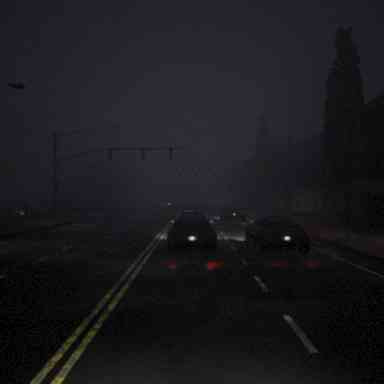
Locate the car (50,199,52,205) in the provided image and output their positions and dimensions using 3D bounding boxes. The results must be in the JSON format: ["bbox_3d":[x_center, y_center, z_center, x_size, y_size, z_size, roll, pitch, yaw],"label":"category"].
[{"bbox_3d":[-38.867,2.160,86.016,3.905,1.438,1.784,0,-1,0],"label":"car"}]

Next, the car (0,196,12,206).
[{"bbox_3d":[-38.860,2.008,66.223,3.806,1.475,1.970,0,-1,0],"label":"car"}]

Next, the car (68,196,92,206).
[{"bbox_3d":[-21.395,1.744,63.503,3.866,1.878,1.905,0,-1,0],"label":"car"}]

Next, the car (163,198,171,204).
[{"bbox_3d":[-6.474,2.283,87.120,1.882,1.535,5.008,0,-1,2],"label":"car"}]

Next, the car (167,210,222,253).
[{"bbox_3d":[0.007,1.697,14.258,1.994,1.385,4.181,0,0,0],"label":"car"}]

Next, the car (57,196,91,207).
[{"bbox_3d":[-21.452,1.715,60.609,4.605,1.855,1.932,0,-1,0],"label":"car"}]

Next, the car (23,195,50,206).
[{"bbox_3d":[-38.934,1.922,83.122,4.605,1.855,1.932,0,-1,0],"label":"car"}]

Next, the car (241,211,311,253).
[{"bbox_3d":[3.507,1.697,14.257,1.994,1.385,4.181,0,-1,0],"label":"car"}]

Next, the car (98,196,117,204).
[{"bbox_3d":[-21.414,1.926,83.126,3.866,1.878,1.905,0,-1,0],"label":"car"}]

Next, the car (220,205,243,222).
[{"bbox_3d":[3.535,1.837,29.337,1.994,1.385,4.181,0,0,1],"label":"car"}]

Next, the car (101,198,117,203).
[{"bbox_3d":[-21.400,2.192,86.019,3.806,1.475,1.970,0,-1,0],"label":"car"}]

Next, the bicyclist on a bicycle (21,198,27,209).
[{"bbox_3d":[-25.446,1.769,50.433,0.582,1.620,1.656,0,0,0],"label":"bicyclist on a bicycle"}]

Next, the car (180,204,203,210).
[{"bbox_3d":[-0.033,1.765,29.307,2.128,1.511,4.902,0,0,-1],"label":"car"}]
